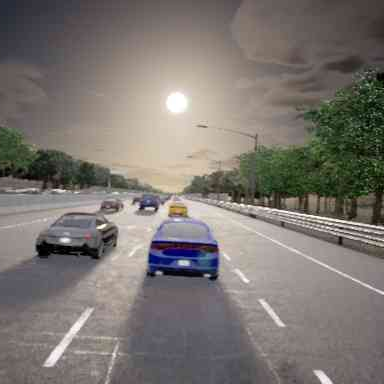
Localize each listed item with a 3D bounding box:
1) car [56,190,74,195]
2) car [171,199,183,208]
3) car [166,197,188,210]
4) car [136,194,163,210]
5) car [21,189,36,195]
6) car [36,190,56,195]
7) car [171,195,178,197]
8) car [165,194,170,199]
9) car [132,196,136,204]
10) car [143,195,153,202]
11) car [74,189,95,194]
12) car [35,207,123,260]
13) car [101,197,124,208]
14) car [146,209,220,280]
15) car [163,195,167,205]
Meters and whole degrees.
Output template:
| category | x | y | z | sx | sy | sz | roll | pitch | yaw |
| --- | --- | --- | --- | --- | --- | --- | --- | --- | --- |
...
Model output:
| category | x | y | z | sx | sy | sz | roll | pitch | yaw |
| --- | --- | --- | --- | --- | --- | --- | --- | --- | --- |
| car | -23.902 | 0.399 | 64.319 | 2.097 | 1.767 | 4.553 | 4 | -1 | -3 |
| car | -2.568 | 1.965 | 57.039 | 1.895 | 1.301 | 4.718 | 4 | -1 | -3 |
| car | -1.420 | 1.687 | 34.124 | 1.882 | 1.535 | 5.008 | 4 | -1 | -3 |
| car | -5.270 | 1.253 | 41.657 | 2.150 | 2.045 | 5.566 | 4 | -1 | -3 |
| car | -30.889 | 0.128 | 63.939 | 2.033 | 1.411 | 5.357 | 4 | -1 | -3 |
| car | -27.400 | 0.341 | 64.113 | 2.128 | 1.511 | 4.902 | 4 | -1 | -3 |
| car | -3.896 | 2.153 | 83.375 | 1.895 | 1.301 | 4.718 | 4 | -1 | -3 |
| car | -7.678 | 1.876 | 89.159 | 1.837 | 1.490 | 4.892 | 4 | -1 | -3 |
| car | -9.756 | 1.446 | 60.973 | 1.837 | 1.490 | 4.892 | 4 | -1 | -3 |
| car | -10.827 | 1.622 | 82.218 | 2.128 | 1.511 | 4.902 | 4 | -1 | -3 |
| car | -20.404 | 0.495 | 64.443 | 2.150 | 2.045 | 5.566 | 4 | -1 | -3 |
| car | -3.868 | 1.416 | 11.901 | 1.994 | 1.385 | 4.181 | 4 | 0 | -3 |
| car | -8.485 | 1.291 | 35.511 | 1.812 | 1.442 | 4.674 | 4 | -1 | -3 |
| car | -0.294 | 1.548 | 10.364 | 1.882 | 1.535 | 5.008 | 4 | 0 | -3 |
| car | -6.567 | 1.774 | 67.053 | 1.994 | 1.385 | 4.181 | 4 | -1 | -3 |
